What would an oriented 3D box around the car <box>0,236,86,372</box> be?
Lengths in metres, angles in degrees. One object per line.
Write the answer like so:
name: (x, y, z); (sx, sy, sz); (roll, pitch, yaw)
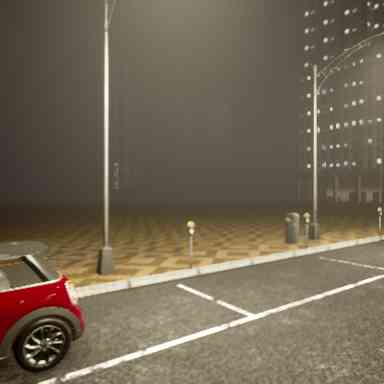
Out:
car: (-3.560, 1.445, 4.011); (4.097, 1.590, 1.967); (-1, 1, -35)
